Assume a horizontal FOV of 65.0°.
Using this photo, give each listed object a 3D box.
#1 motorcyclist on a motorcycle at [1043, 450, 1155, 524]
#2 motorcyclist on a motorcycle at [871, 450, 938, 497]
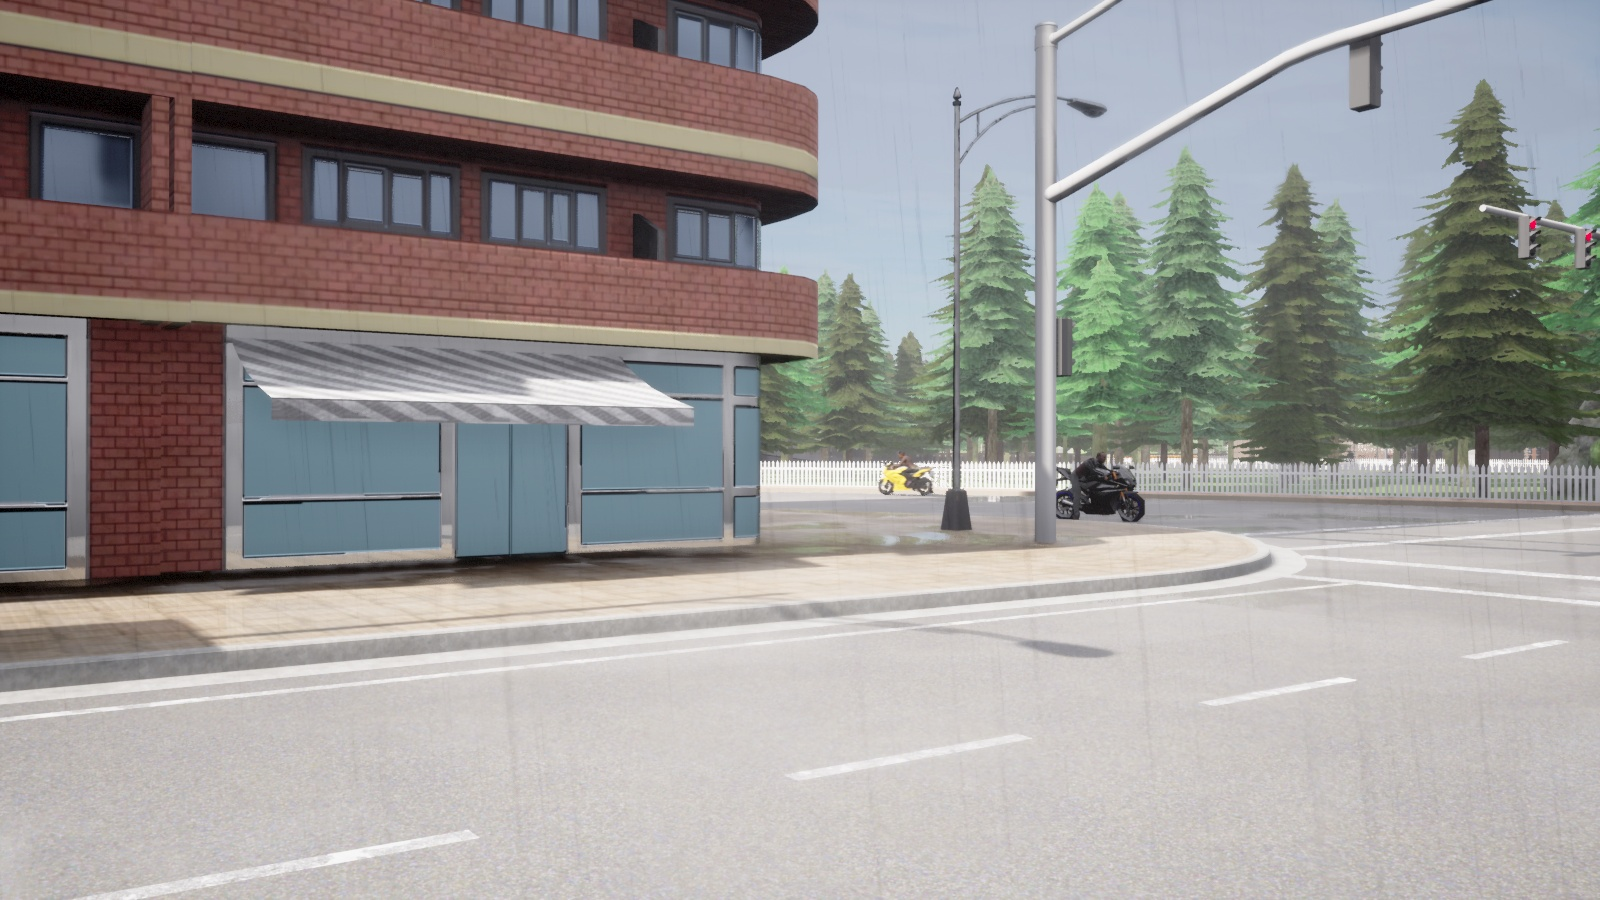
[{"bbox_3d":[6.403,0.777,27.009,2.191,1.530,0.866,0,0,42],"label":"motorcyclist on a motorcycle"},{"bbox_3d":[3.479,0.766,41.854,2.044,1.523,0.797,0,0,28],"label":"motorcyclist on a motorcycle"}]
